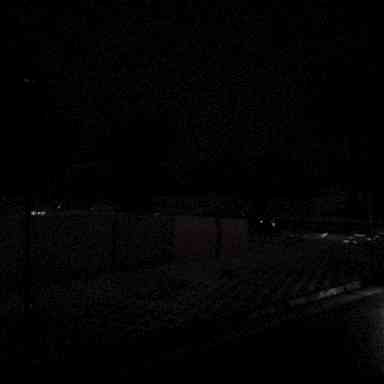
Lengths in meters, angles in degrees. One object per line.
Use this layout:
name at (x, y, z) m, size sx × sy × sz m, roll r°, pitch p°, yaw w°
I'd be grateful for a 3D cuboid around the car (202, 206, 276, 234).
car at (2.870, 1.668, 21.153) m, size 4.902 × 1.511 × 2.128 m, roll 0°, pitch 3°, yaw 37°

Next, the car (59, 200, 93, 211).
car at (-11.954, 1.636, 34.075) m, size 1.837 × 1.490 × 4.892 m, roll -4°, pitch 3°, yaw -45°

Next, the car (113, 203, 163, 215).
car at (-4.437, 1.658, 27.077) m, size 4.902 × 1.511 × 2.128 m, roll 0°, pitch 3°, yaw 41°

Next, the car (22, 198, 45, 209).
car at (-21.089, 1.594, 44.111) m, size 2.128 × 1.511 × 4.902 m, roll -4°, pitch 2°, yaw -39°
